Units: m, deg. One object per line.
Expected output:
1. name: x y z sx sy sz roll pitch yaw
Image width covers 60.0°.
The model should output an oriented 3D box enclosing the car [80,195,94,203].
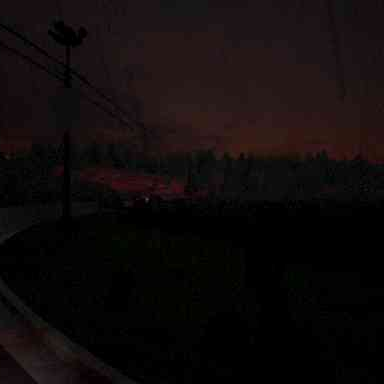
1. car: -21.497 1.424 69.116 2.128 1.511 4.902 0 0 8

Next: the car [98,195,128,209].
1. car: -10.568 1.470 44.753 1.812 1.442 4.674 0 0 8

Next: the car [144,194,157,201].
1. car: -9.693 1.246 78.032 1.837 1.490 4.892 0 0 8

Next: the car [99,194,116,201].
1. car: -20.097 1.272 79.442 2.033 1.411 5.357 0 0 8

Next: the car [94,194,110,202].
1. car: -17.973 1.457 69.059 1.994 1.385 4.181 0 0 8

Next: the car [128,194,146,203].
1. car: -11.032 1.522 68.149 1.895 1.301 4.718 0 0 8

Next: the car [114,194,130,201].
1. car: -16.629 1.277 78.972 2.033 1.411 5.357 0 0 8

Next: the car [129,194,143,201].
1. car: -13.161 1.242 78.501 1.837 1.490 4.892 0 0 8

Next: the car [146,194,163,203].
1. car: -7.436 1.277 68.566 2.097 1.767 4.553 0 0 8
